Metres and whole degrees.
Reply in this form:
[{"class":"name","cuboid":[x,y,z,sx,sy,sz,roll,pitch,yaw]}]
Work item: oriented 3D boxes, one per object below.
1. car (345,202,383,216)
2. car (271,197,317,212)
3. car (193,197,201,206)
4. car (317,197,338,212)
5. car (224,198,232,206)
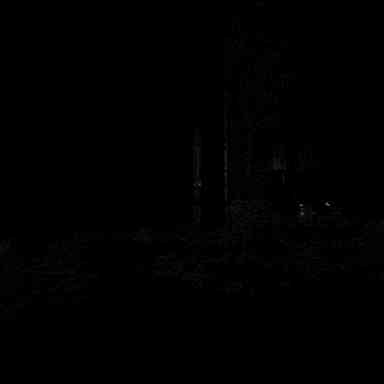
[{"class":"car","cuboid":[16.347,1.595,29.672,1.895,1.301,4.718,0,0,-38]},{"class":"car","cuboid":[11.083,1.342,37.122,2.097,1.767,4.553,0,0,-35]},{"class":"car","cuboid":[1.240,1.516,51.096,1.812,1.442,4.674,0,0,-35]},{"class":"car","cuboid":[14.332,1.337,38.157,2.097,1.767,4.553,0,0,-35]},{"class":"car","cuboid":[4.250,1.461,52.464,1.882,1.535,5.008,0,0,-35]}]
